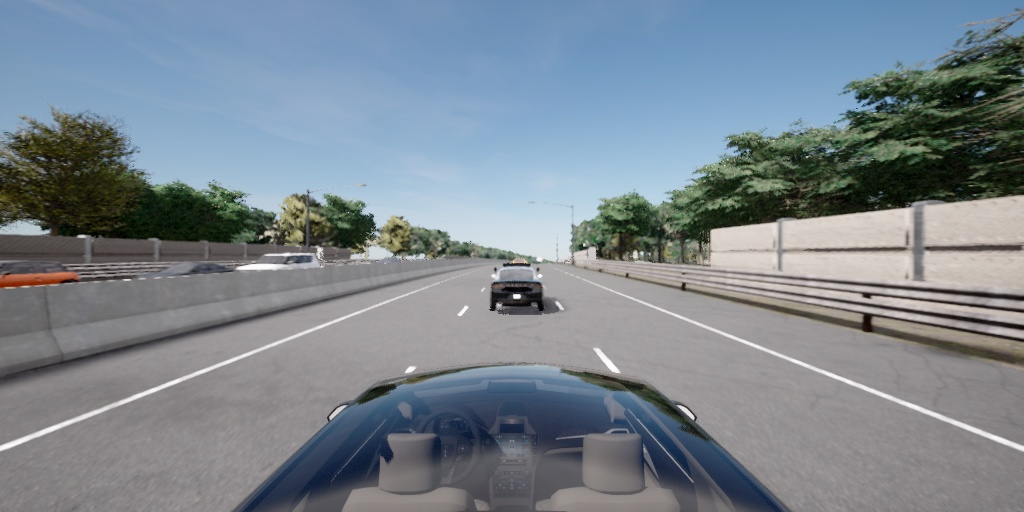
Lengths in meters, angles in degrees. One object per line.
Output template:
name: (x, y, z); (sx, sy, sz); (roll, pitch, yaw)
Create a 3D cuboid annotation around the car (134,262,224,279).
car: (-17.436, 1.103, 19.480); (1.882, 1.535, 5.008); (0, 0, 1)

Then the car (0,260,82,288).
car: (-20.980, 0.977, 14.611); (2.097, 1.767, 4.553); (2, 0, 1)

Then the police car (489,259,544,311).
police car: (0.185, 1.081, 14.120); (1.930, 1.638, 5.238); (0, 0, 1)

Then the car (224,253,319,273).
car: (-13.901, 0.836, 21.653); (2.150, 2.045, 5.566); (0, 0, 1)

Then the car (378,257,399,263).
car: (-19.669, 0.966, 57.416); (2.097, 1.767, 4.553); (1, -1, 3)

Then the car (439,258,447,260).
car: (-12.400, 1.158, 62.825); (1.837, 1.490, 4.892); (0, 0, 3)

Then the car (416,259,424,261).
car: (-15.966, 1.215, 61.765); (1.994, 1.385, 4.181); (0, 0, 3)
